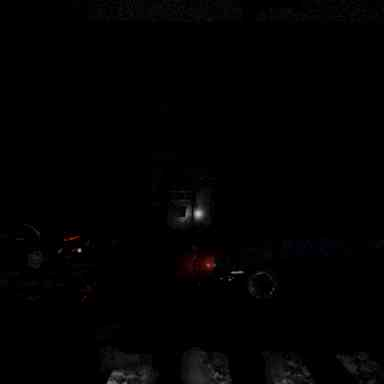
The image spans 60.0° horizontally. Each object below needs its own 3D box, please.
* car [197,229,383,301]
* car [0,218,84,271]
[{"bbox_3d":[2.803,1.619,7.876,5.357,1.411,2.033,0,-1,0],"label":"car"},{"bbox_3d":[-6.058,1.641,10.798,4.892,1.490,1.837,0,-1,0],"label":"car"}]
